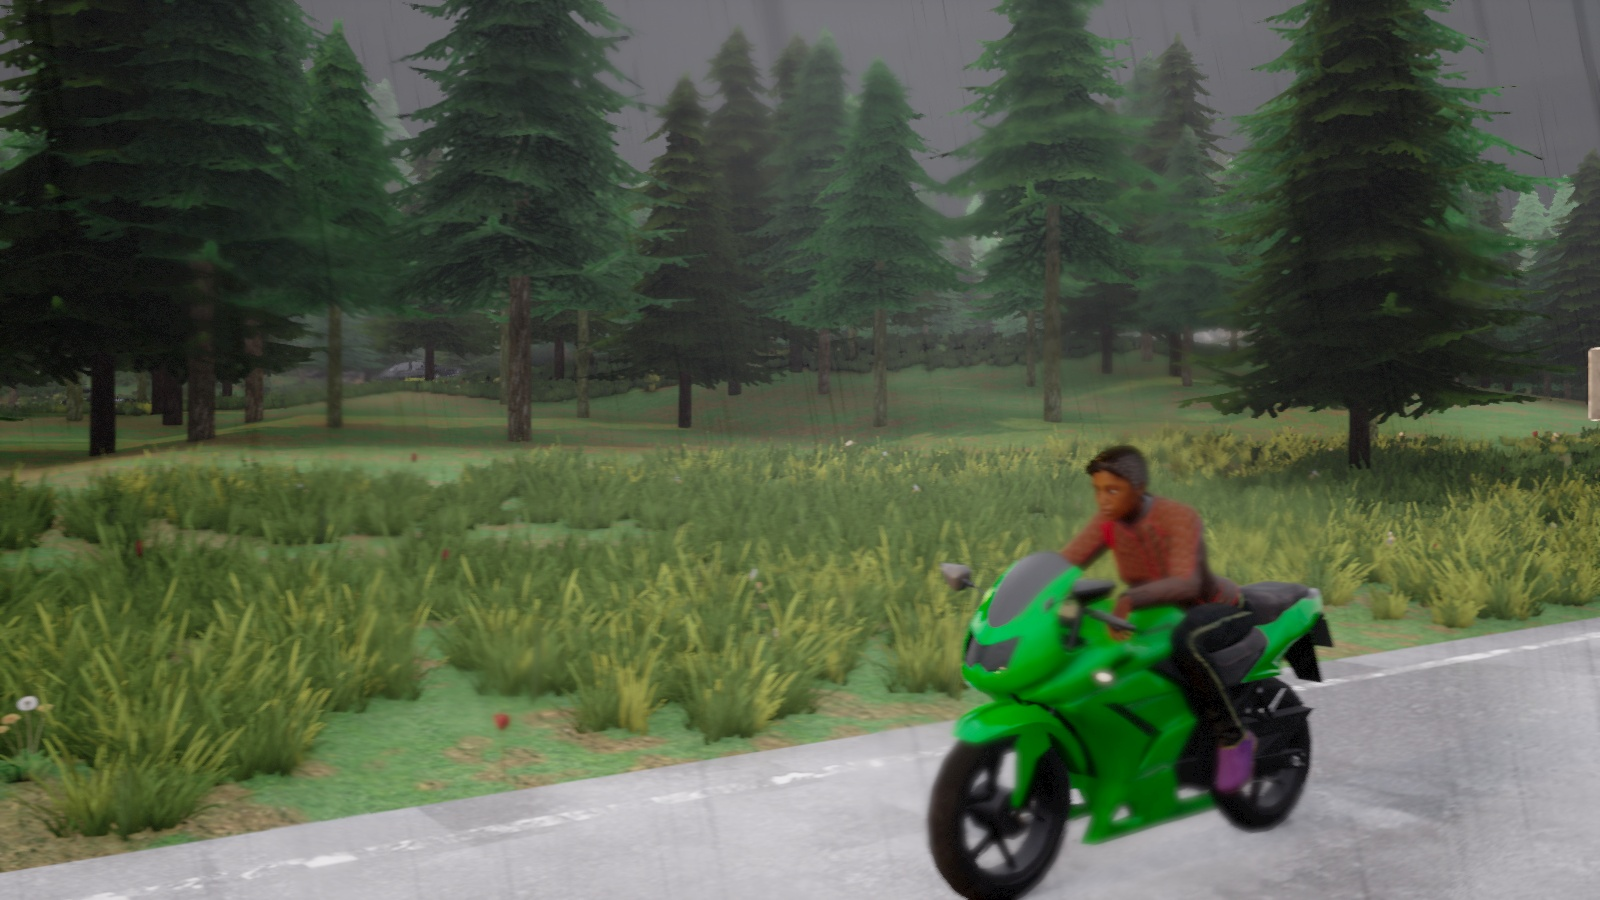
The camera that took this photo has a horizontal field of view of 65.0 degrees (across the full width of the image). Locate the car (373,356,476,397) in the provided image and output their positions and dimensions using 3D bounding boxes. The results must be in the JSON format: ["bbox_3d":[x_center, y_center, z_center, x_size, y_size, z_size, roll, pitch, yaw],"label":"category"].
[{"bbox_3d":[-19.508,-3.796,65.183,4.892,1.490,1.837,-6,-2,19],"label":"car"}]

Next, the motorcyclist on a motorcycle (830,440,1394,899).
[{"bbox_3d":[1.168,0.735,4.471,2.044,1.523,0.797,0,0,-35],"label":"motorcyclist on a motorcycle"}]

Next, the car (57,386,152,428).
[{"bbox_3d":[-37.536,-2.301,67.851,3.866,1.878,1.905,-5,0,-5],"label":"car"}]
